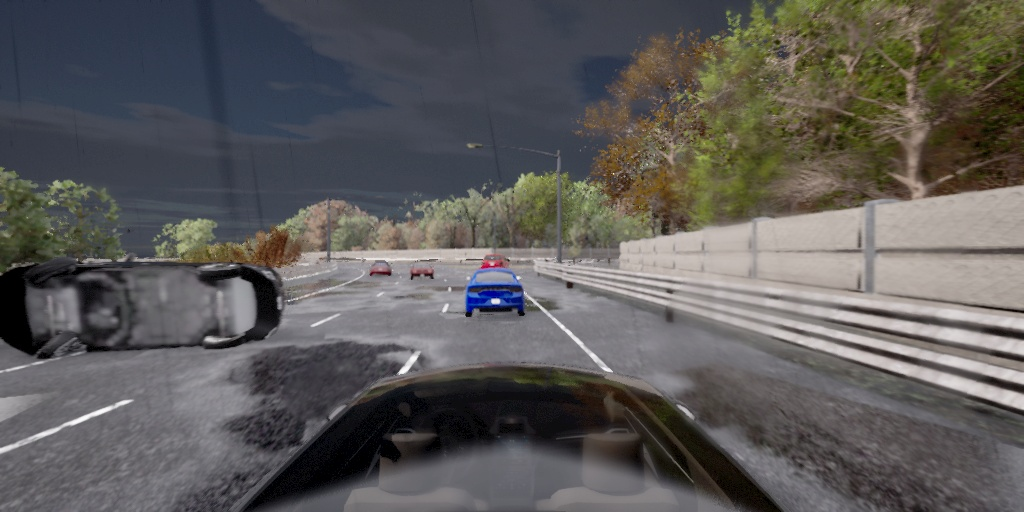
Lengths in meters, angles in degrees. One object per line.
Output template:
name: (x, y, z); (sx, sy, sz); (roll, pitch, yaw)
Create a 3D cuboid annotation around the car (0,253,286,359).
car: (-7.792, 1.037, 7.979); (4.902, 2.128, 1.511); (1, 8, -13)

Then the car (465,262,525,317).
car: (-0.664, 1.182, 13.142); (1.882, 1.535, 5.008); (0, 0, -4)

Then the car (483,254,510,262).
car: (-1.513, 0.837, 34.907); (2.150, 2.045, 5.566); (-1, 0, 6)

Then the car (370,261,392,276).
car: (-13.087, 1.226, 35.815); (1.994, 1.385, 4.181); (0, 0, -19)

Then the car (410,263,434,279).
car: (-7.801, 1.260, 30.885); (1.895, 1.301, 4.718); (0, 0, -16)

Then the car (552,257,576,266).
car: (8.229, 0.959, 56.281); (1.882, 1.535, 5.008); (-1, 0, 41)
